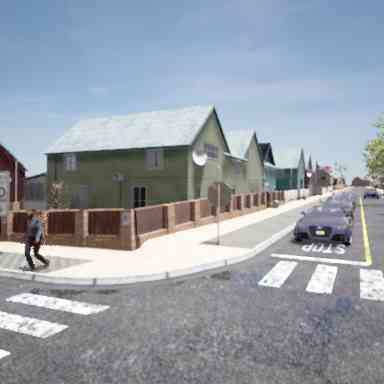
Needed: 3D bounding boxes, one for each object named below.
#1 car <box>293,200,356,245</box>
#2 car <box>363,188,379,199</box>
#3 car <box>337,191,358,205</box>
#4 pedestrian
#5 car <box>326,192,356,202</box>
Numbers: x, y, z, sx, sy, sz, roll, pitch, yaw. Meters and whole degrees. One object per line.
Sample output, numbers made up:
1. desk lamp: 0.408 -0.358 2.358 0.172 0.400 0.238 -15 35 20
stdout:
1. car: 5.576 1.256 13.871 1.994 1.385 4.181 1 1 27
2. car: 28.088 0.189 52.184 2.097 1.767 4.553 1 1 27
3. car: 18.937 0.652 40.395 2.033 1.411 5.357 1 1 27
4. pedestrian: -4.375 1.238 9.222 0.375 1.860 0.375 1 2 26
5. car: 9.707 1.004 22.066 2.128 1.511 4.902 1 1 27
